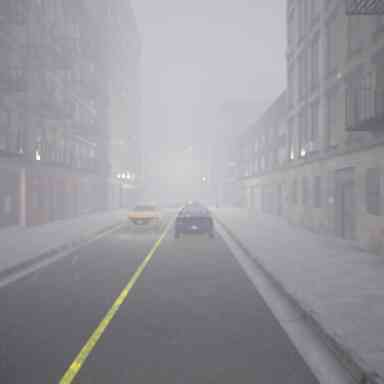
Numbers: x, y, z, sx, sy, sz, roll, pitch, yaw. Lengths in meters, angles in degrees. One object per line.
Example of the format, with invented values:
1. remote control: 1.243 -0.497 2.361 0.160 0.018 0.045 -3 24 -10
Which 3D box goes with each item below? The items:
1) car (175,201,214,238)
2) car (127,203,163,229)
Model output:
1. car: 0.107 1.469 17.738 1.882 1.535 5.008 0 0 0
2. car: -2.992 1.472 21.833 1.882 1.535 5.008 0 0 0
